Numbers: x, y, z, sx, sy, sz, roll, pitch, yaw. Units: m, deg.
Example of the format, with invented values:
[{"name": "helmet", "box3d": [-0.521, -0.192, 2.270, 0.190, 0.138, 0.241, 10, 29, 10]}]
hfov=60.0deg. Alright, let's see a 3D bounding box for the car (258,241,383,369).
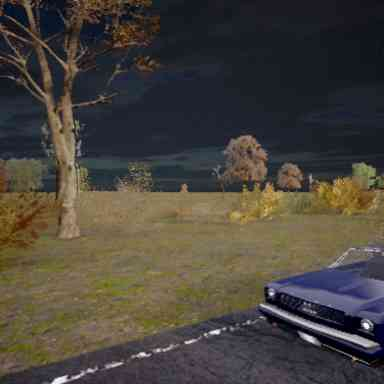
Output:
[{"name": "car", "box3d": [3.366, 1.587, 5.545, 4.718, 1.301, 1.895, 0, 0, -33]}]
